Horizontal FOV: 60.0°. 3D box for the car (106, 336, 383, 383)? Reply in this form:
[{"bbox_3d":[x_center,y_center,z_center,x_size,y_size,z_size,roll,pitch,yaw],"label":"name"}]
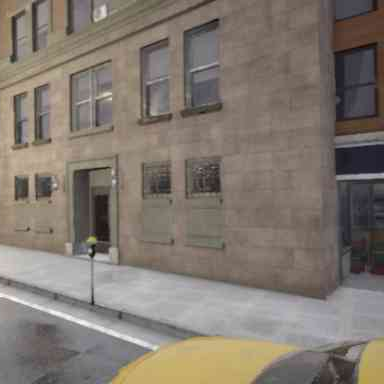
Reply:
[{"bbox_3d":[1.357,1.524,1.889,4.829,1.417,1.752,-1,-1,36],"label":"car"}]
